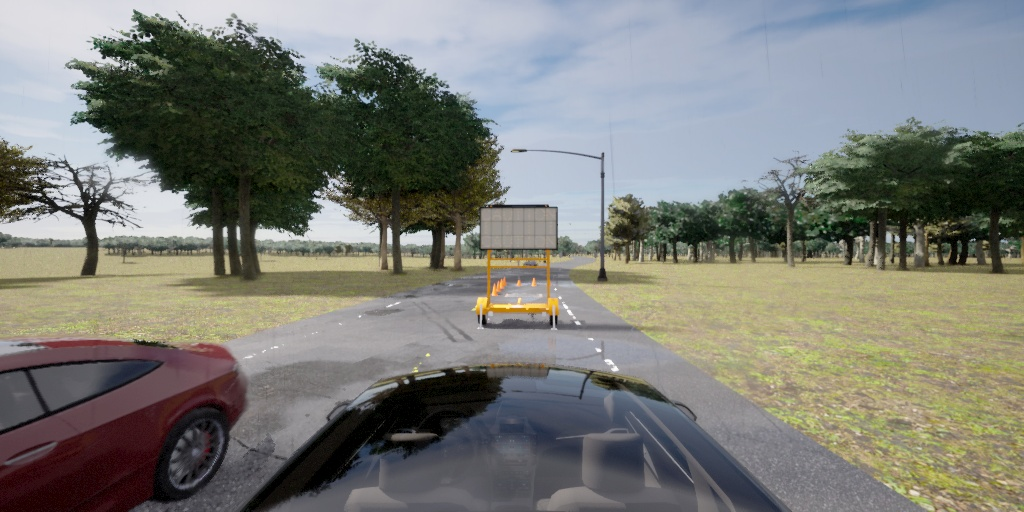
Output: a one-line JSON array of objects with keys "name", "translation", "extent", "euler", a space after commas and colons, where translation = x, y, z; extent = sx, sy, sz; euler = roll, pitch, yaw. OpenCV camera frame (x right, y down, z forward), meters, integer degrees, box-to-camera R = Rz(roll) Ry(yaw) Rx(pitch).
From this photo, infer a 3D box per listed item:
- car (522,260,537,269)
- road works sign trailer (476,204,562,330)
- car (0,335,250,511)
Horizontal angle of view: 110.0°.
[{"name": "car", "translation": [2.908, 1.350, 57.972], "extent": [1.994, 1.385, 4.181], "euler": [0, 0, 13]}, {"name": "road works sign trailer", "translation": [0.208, 0.214, 11.139], "extent": [2.380, 3.560, 2.880], "euler": [0, 0, 3]}, {"name": "car", "translation": [-3.547, 1.276, 1.738], "extent": [1.812, 1.442, 4.674], "euler": [0, 0, 1]}]
